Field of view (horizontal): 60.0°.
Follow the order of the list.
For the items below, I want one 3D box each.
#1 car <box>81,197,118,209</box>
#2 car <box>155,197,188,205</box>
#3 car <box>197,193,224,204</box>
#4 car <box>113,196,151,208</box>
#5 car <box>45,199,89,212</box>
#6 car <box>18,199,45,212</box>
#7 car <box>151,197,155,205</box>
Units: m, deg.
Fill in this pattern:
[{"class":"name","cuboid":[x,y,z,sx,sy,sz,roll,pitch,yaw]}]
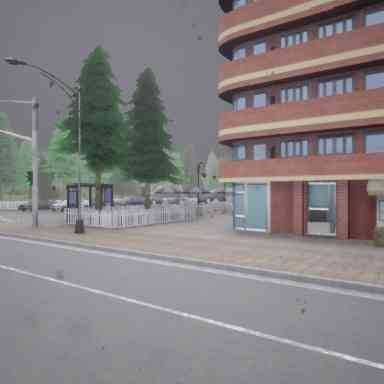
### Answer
[{"class":"car","cuboid":[-12.501,1.470,45.098,1.812,1.442,4.674,0,0,37]},{"class":"car","cuboid":[-2.599,1.492,51.971,5.357,1.411,2.033,0,0,-45]},{"class":"car","cuboid":[3.589,1.166,61.160,5.566,2.045,2.150,0,0,-33]},{"class":"car","cuboid":[-8.277,1.297,44.867,2.097,1.767,4.553,0,0,38]},{"class":"car","cuboid":[-13.608,1.470,37.611,1.812,1.442,4.674,0,0,36]},{"class":"car","cuboid":[-17.526,1.508,38.123,1.994,1.385,4.181,0,0,36]},{"class":"car","cuboid":[-6.357,1.470,52.766,1.812,1.442,4.674,0,0,42]}]
